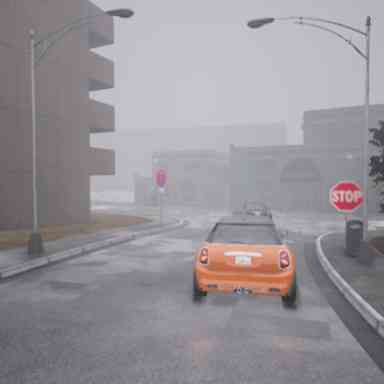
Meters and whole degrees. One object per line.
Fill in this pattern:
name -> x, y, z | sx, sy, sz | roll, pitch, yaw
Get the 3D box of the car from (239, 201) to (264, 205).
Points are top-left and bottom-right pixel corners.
car -> 3.992, 1.422, 23.098 | 2.097, 1.767, 4.553 | 1, 0, -2

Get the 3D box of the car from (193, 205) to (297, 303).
car -> 1.399, 1.380, 8.623 | 2.097, 1.767, 4.553 | 0, 0, 11
